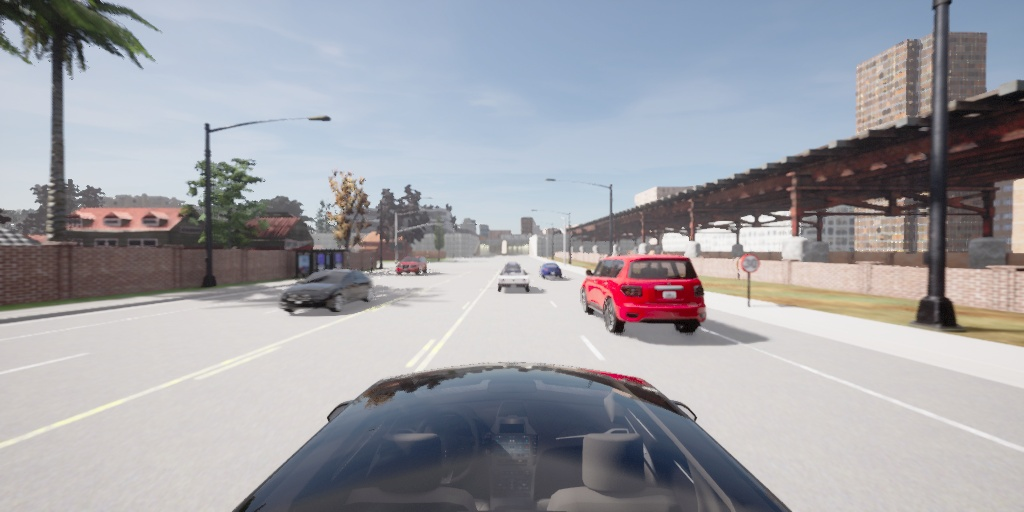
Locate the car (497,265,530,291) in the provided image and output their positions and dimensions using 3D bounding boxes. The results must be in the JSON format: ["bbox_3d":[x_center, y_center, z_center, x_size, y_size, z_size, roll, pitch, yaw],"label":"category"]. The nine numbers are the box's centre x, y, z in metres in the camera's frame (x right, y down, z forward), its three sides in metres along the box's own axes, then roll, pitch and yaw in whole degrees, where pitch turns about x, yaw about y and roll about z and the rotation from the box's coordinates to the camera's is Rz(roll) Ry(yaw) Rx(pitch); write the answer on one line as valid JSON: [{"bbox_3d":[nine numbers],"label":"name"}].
[{"bbox_3d":[0.089,1.413,22.531,1.895,1.301,4.718,0,0,0],"label":"car"}]

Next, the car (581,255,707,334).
[{"bbox_3d":[3.597,0.997,10.871,2.150,2.045,5.566,0,0,0],"label":"car"}]

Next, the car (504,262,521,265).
[{"bbox_3d":[0.079,1.335,40.653,1.994,1.385,4.181,0,0,0],"label":"car"}]

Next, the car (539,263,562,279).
[{"bbox_3d":[3.583,1.333,33.627,1.812,1.442,4.674,0,0,0],"label":"car"}]

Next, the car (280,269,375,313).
[{"bbox_3d":[-7.106,1.300,14.356,1.837,1.490,4.892,0,-1,0],"label":"car"}]

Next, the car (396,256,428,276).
[{"bbox_3d":[-10.605,1.011,38.447,2.150,2.045,5.566,0,0,0],"label":"car"}]
